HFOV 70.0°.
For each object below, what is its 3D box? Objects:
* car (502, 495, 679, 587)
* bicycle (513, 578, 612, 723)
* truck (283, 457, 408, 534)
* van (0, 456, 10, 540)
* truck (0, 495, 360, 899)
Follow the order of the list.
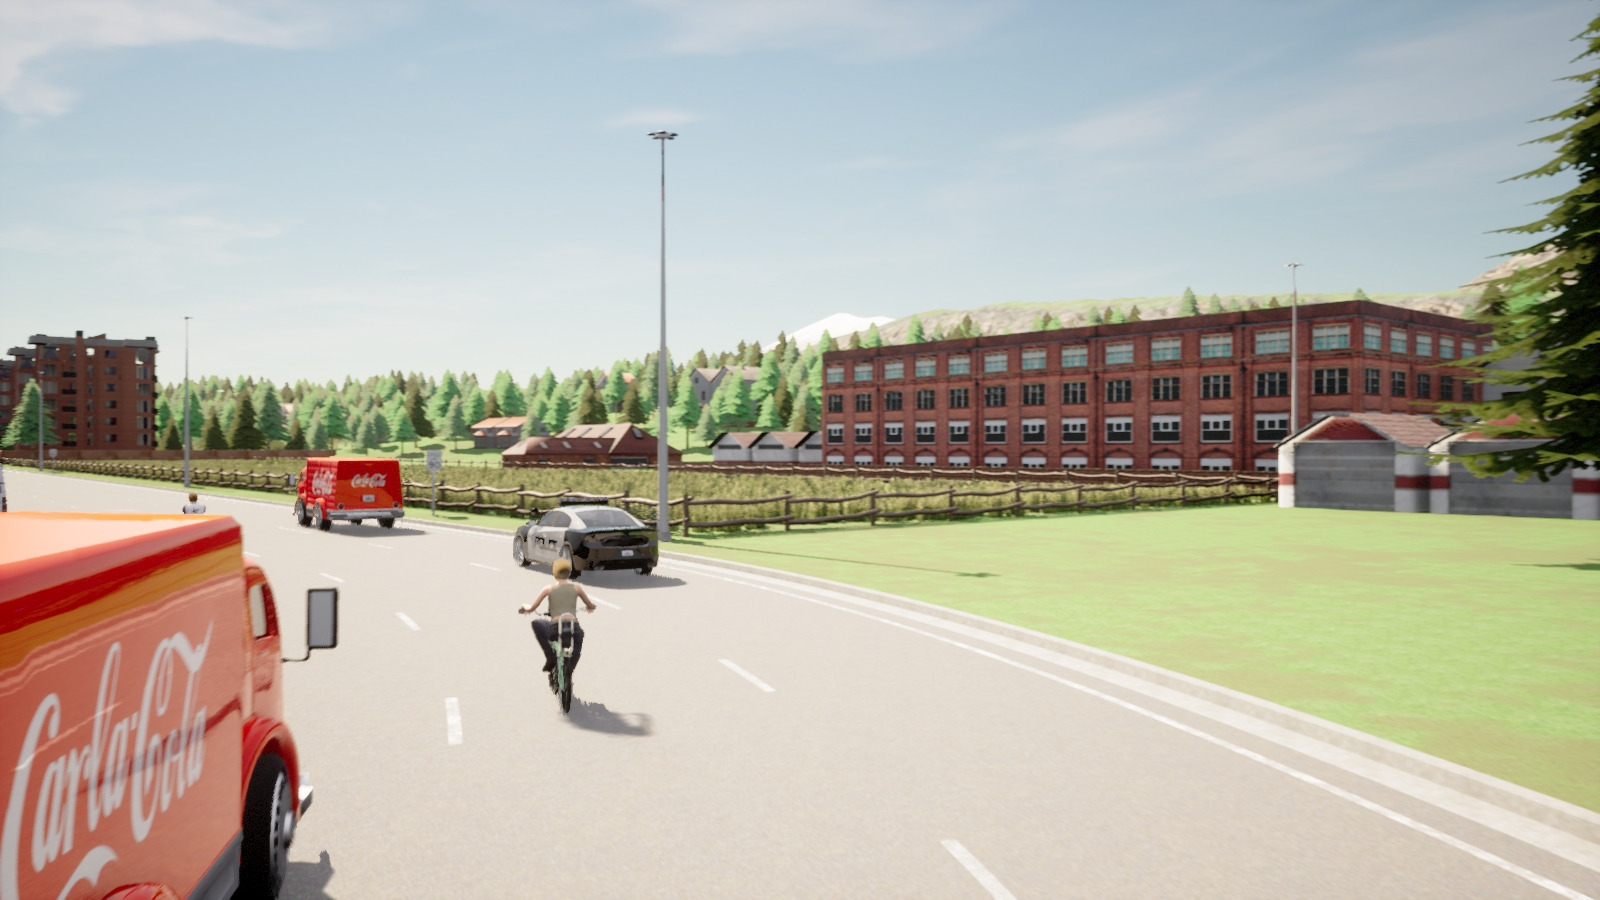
[{"bbox_3d":[-4.853,1.939,25.758,2.097,1.638,5.238,0,0,-33],"label":"car"},{"bbox_3d":[-2.614,2.136,12.462,0.859,1.276,1.487,0,0,-19],"label":"bicycle"},{"bbox_3d":[-16.114,1.508,40.377,2.627,2.467,5.204,0,0,-40],"label":"truck"},{"bbox_3d":[-27.177,1.486,37.154,1.988,2.561,5.915,0,0,-39],"label":"van"},{"bbox_3d":[-3.970,1.560,5.356,2.627,2.467,5.204,1,0,-11],"label":"truck"}]
